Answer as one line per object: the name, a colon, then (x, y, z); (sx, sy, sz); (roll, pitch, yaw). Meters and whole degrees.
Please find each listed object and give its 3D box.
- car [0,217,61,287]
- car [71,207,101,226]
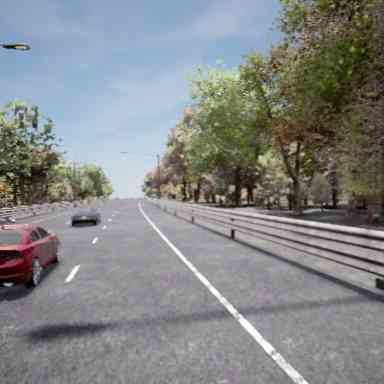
car: (-5.178, 1.681, 9.708); (1.882, 1.535, 5.008); (-2, 0, -11)
car: (-8.677, 1.961, 27.493); (1.994, 1.385, 4.181); (-2, 0, -11)
